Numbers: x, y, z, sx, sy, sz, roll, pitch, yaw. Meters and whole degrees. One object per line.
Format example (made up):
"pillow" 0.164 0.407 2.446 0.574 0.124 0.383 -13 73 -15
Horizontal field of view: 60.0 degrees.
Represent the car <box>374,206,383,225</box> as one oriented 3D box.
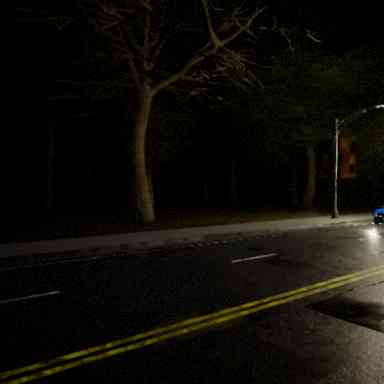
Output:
"car" 13.605 1.326 21.361 5.008 1.535 1.882 0 0 -35
